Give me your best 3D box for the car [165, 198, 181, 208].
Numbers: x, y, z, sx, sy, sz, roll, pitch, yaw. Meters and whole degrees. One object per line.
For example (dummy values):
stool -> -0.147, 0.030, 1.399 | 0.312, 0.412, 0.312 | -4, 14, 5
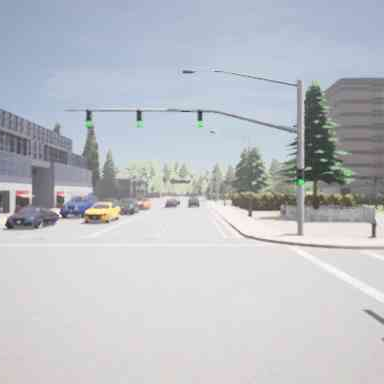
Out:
car -> -3.272, 1.773, 53.376 | 2.033, 1.411, 5.357 | 0, 0, 0

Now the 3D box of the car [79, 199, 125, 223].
car -> -7.077, 1.592, 26.683 | 1.882, 1.535, 5.008 | 0, 0, 0

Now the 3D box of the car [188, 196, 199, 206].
car -> 0.309, 1.620, 63.692 | 2.097, 1.767, 4.553 | 0, 0, 0

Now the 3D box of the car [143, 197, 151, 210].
car -> -6.907, 1.548, 46.035 | 2.097, 1.767, 4.553 | 0, 0, 1

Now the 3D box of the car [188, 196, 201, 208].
car -> 0.331, 1.731, 53.623 | 1.837, 1.490, 4.892 | 0, 0, 0

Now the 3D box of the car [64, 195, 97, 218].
car -> -10.539, 1.358, 31.719 | 2.150, 2.045, 5.566 | 0, 0, 0

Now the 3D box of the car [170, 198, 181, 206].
car -> -3.190, 1.872, 64.012 | 1.895, 1.301, 4.718 | 0, 0, 0

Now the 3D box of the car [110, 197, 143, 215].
car -> -7.003, 1.505, 35.920 | 2.097, 1.767, 4.553 | 0, 0, 1

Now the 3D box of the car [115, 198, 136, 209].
car -> -10.328, 1.712, 51.877 | 2.128, 1.511, 4.902 | 0, 0, 1

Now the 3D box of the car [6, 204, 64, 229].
car -> -10.606, 1.661, 22.365 | 1.994, 1.385, 4.181 | 0, 0, 0
